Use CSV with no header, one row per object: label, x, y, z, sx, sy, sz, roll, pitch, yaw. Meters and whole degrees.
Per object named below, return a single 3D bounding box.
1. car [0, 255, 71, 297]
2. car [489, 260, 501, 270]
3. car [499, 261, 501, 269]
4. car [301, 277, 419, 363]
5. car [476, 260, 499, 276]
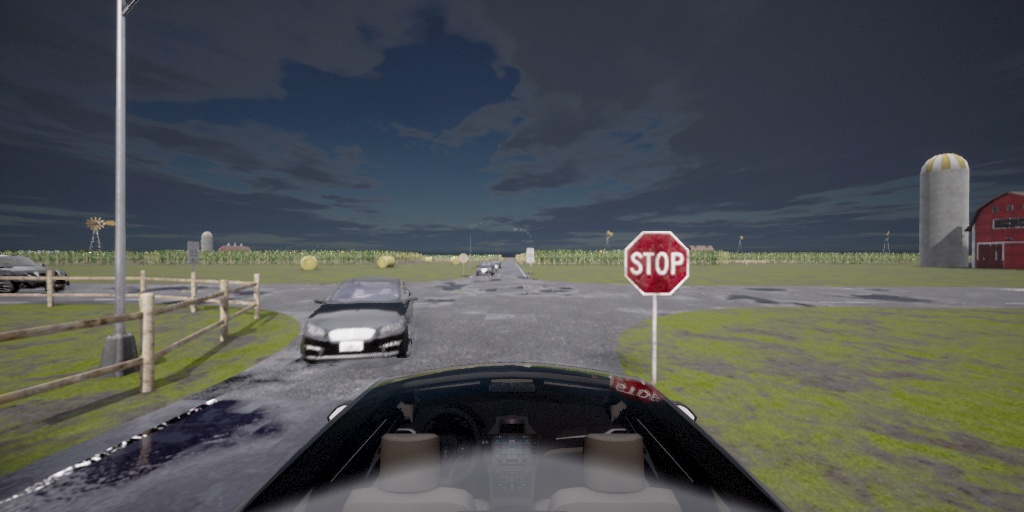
car,-26.247,0.957,18.304,5.566,2.045,2.150,0,0,0
car,-2.846,1.440,61.124,1.882,1.535,5.008,0,1,0
car,-2.849,1.516,49.424,1.895,1.301,4.718,0,0,0
car,-3.278,1.261,8.412,2.128,1.511,4.902,0,0,-14
car,-2.854,1.368,39.318,2.128,1.511,4.902,0,0,1
